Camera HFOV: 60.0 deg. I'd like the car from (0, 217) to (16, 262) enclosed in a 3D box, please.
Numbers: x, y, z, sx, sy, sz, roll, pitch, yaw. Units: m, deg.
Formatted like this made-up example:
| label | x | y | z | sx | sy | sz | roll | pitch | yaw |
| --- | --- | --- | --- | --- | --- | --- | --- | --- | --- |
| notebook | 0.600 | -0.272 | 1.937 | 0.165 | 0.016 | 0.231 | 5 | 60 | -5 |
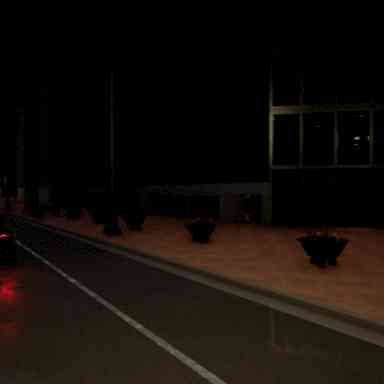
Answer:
| label | x | y | z | sx | sy | sz | roll | pitch | yaw |
| --- | --- | --- | --- | --- | --- | --- | --- | --- | --- |
| car | -7.563 | 1.606 | 11.846 | 2.128 | 1.511 | 4.902 | 0 | 0 | -35 |
